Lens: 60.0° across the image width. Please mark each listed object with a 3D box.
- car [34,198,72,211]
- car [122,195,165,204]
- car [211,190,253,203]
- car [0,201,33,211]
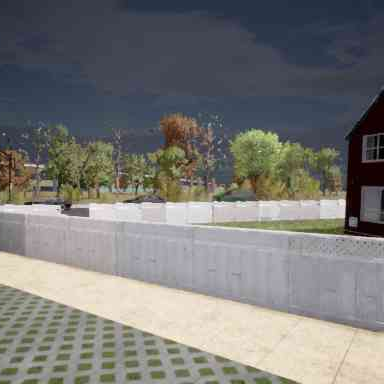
[{"bbox_3d":[-14.966,1.260,34.635,4.718,1.301,1.895,0,2,-18],"label":"car"},{"bbox_3d":[-5.479,1.092,37.804,4.892,1.490,1.837,0,2,-19],"label":"car"},{"bbox_3d":[5.149,0.738,41.341,5.566,2.045,2.150,0,2,-19],"label":"car"},{"bbox_3d":[-16.261,1.459,27.141,5.357,1.411,2.033,0,2,-18],"label":"car"}]
